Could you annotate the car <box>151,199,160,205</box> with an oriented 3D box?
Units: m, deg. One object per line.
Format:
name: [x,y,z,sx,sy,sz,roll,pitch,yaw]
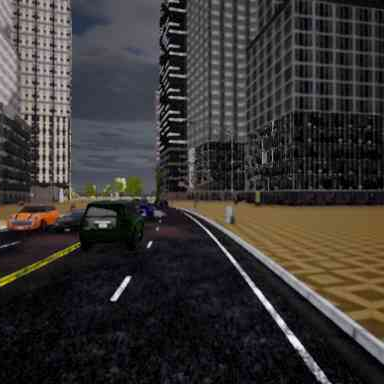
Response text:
car: [-9.826,2.627,88.805,1.812,1.442,4.674,0,-1,-14]

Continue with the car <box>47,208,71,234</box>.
car: [-7.294,1.821,21.704,2.033,1.411,5.357,0,-1,-4]

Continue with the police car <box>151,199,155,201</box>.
police car: [-8.446,2.451,82.982,1.930,1.638,5.238,0,-1,-13]

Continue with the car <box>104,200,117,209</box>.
car: [-15.413,2.335,63.334,2.033,1.411,5.357,0,-1,-10]

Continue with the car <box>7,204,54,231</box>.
car: [-10.627,1.640,22.625,2.097,1.767,4.553,0,-1,-4]

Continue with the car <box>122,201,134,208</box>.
car: [-12.102,2.344,63.171,1.994,1.385,4.181,0,-1,-9]

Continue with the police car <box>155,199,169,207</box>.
police car: [-6.316,2.325,73.050,1.930,1.638,5.238,0,-1,-11]

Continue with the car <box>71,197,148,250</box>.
car: [-3.523,1.415,15.431,2.150,2.045,5.566,0,-1,-2]

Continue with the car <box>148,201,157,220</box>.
car: [-4.704,1.932,32.940,1.812,1.442,4.674,0,-1,-5]
